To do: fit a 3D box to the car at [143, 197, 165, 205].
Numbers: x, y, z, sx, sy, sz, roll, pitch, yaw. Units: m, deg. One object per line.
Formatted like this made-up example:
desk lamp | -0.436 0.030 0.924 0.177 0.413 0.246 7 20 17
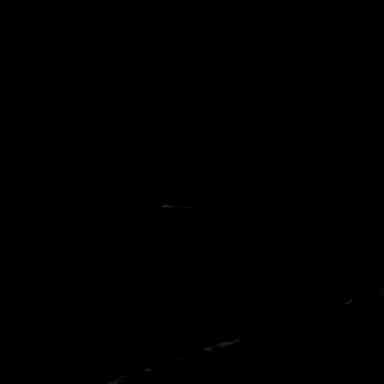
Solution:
car | -6.488 1.554 56.527 1.895 1.301 4.718 1 0 -35
